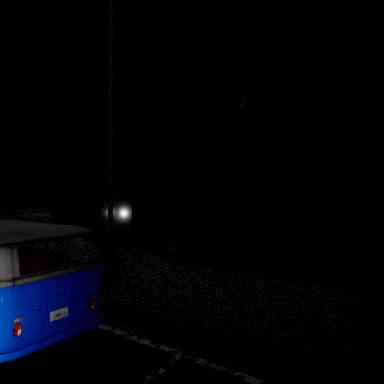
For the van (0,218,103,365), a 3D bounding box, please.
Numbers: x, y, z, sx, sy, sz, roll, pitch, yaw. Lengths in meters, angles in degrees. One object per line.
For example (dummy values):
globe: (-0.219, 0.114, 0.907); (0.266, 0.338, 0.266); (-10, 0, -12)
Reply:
van: (-3.224, 1.341, 5.377); (3.998, 1.788, 1.690); (0, 0, 36)
